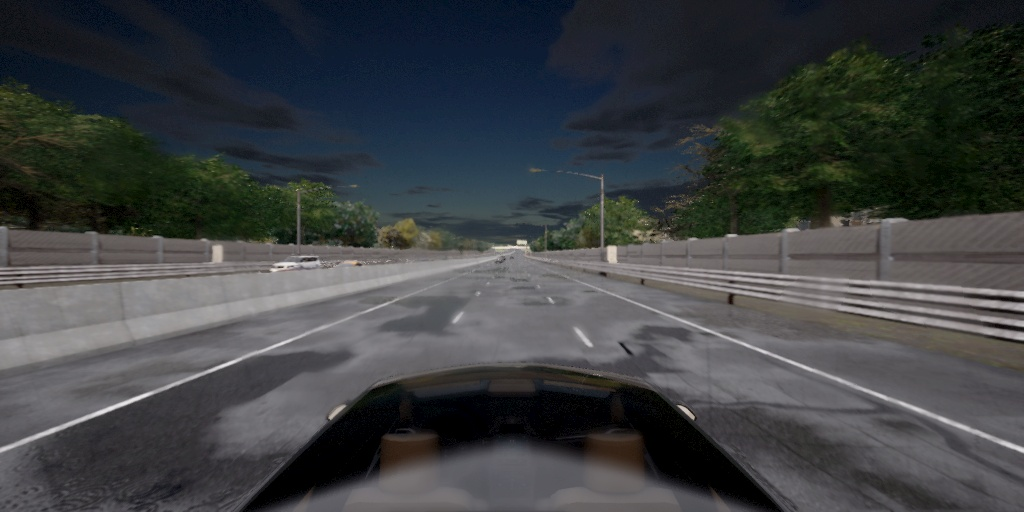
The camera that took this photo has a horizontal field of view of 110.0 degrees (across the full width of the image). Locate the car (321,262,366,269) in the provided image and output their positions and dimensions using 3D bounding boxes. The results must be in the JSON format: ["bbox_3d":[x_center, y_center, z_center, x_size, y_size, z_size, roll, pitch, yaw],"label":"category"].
[{"bbox_3d":[-14.070,1.240,31.105,1.882,1.535,5.008,0,0,0],"label":"car"}]

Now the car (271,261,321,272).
[{"bbox_3d":[-17.576,1.363,30.212,1.895,1.301,4.718,0,0,0],"label":"car"}]

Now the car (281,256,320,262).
[{"bbox_3d":[-21.066,0.984,35.355,2.150,2.045,5.566,0,0,0],"label":"car"}]
